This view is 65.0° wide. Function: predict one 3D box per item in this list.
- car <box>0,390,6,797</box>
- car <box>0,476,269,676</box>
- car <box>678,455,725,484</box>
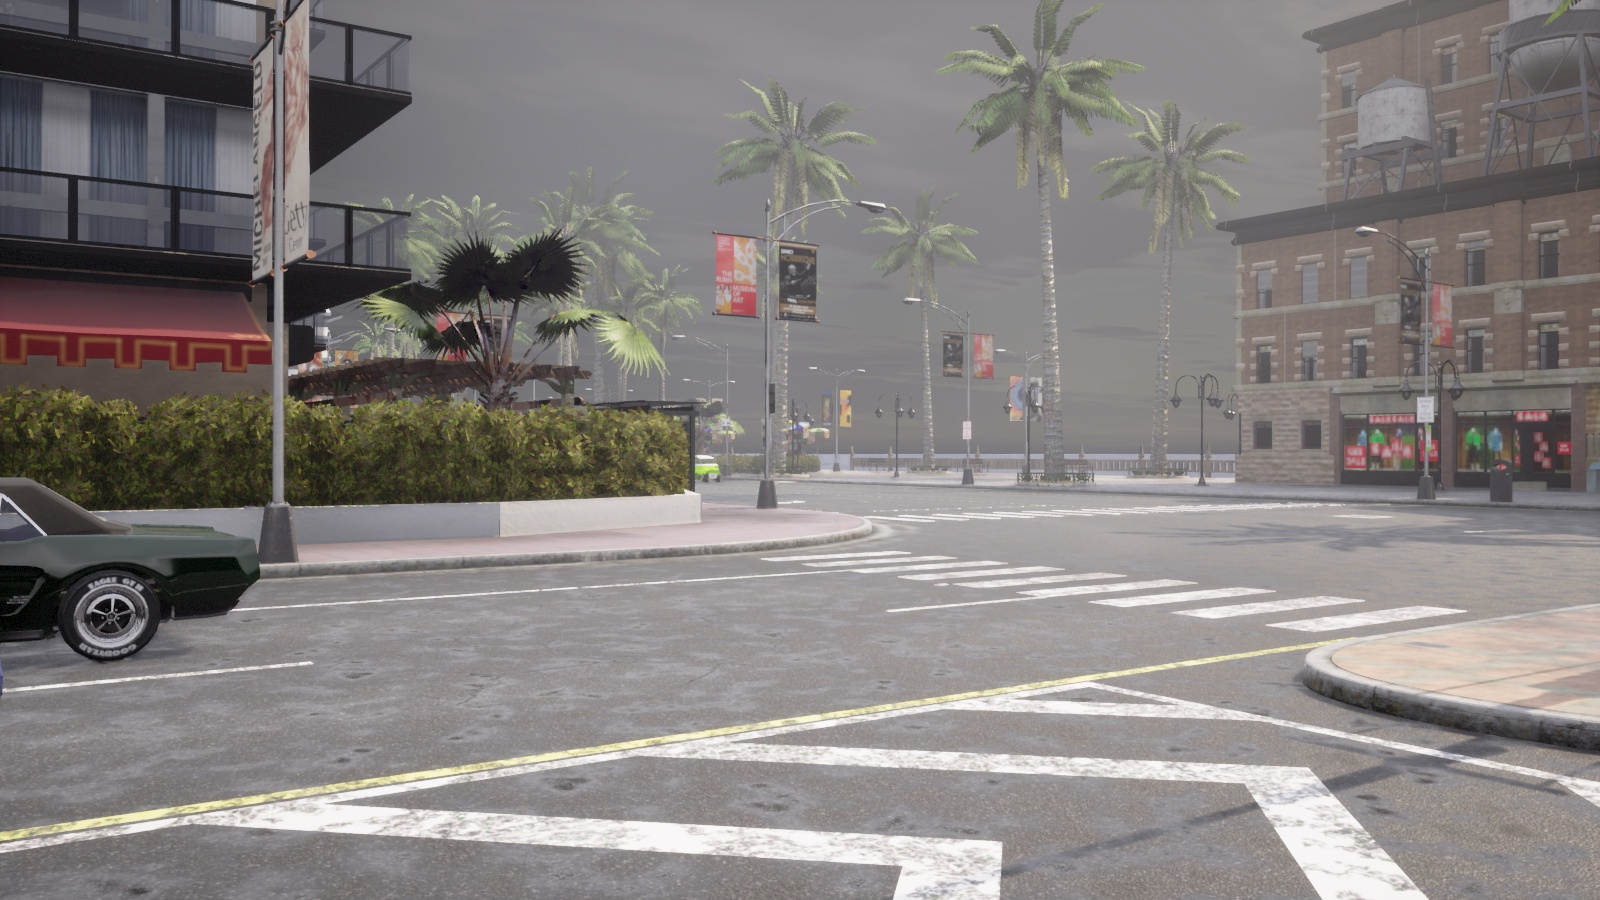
[{"bbox_3d":[-5.925,0.628,5.020,4.553,1.767,2.097,0,0,-35],"label":"car"},{"bbox_3d":[-6.481,0.881,8.894,4.718,1.301,1.895,0,0,-35],"label":"car"},{"bbox_3d":[-4.988,0.965,63.309,1.481,1.376,2.207,0,0,-34],"label":"car"}]
